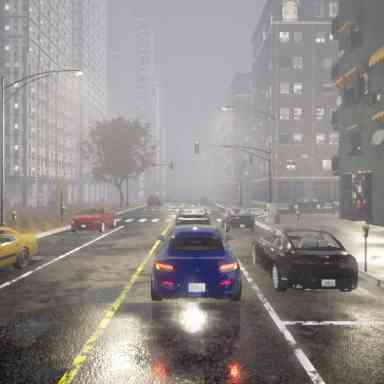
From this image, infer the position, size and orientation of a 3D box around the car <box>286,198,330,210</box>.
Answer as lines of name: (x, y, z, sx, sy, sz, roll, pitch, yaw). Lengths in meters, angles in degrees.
car: (13.358, 1.359, 39.202, 4.403, 1.369, 2.008, -1, 1, -1)

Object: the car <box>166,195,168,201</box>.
car: (-5.793, 1.607, 57.673, 1.947, 1.339, 4.313, 0, 0, 0)

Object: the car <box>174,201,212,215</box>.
car: (0.048, 1.495, 18.293, 2.128, 1.511, 4.902, 0, 0, 0)

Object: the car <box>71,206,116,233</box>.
car: (-5.723, 1.549, 19.762, 1.887, 1.381, 4.507, 0, 0, 0)

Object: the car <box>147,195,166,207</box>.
car: (-5.783, 1.349, 52.150, 2.192, 1.841, 5.009, 0, 0, 0)

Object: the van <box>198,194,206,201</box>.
van: (2.537, 1.425, 85.303, 1.690, 1.788, 3.998, 0, 0, 0)

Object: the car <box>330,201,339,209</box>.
car: (18.755, 1.259, 39.267, 4.829, 1.417, 1.752, -1, 1, -1)

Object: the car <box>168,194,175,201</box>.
car: (-5.843, 1.650, 85.288, 1.947, 1.339, 4.313, 0, 0, 0)

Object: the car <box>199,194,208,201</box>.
car: (2.558, 1.630, 74.256, 1.947, 1.339, 4.313, 0, 0, 0)

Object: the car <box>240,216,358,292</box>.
car: (2.677, 1.552, 8.711, 2.008, 1.369, 4.403, 0, 0, 0)

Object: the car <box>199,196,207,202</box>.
car: (2.548, 1.599, 79.949, 1.752, 1.417, 4.829, 0, 0, 0)

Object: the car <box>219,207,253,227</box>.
car: (2.657, 1.555, 19.777, 2.008, 1.369, 4.403, 0, 0, 0)

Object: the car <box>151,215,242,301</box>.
car: (0.079, 1.526, 8.190, 1.812, 1.442, 4.674, 0, 0, 0)

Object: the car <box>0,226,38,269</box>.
car: (-5.703, 1.526, 8.526, 1.752, 1.417, 4.829, 0, 0, 0)

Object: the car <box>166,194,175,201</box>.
car: (-5.854, 1.410, 90.810, 2.192, 1.841, 5.009, 0, 0, 0)
